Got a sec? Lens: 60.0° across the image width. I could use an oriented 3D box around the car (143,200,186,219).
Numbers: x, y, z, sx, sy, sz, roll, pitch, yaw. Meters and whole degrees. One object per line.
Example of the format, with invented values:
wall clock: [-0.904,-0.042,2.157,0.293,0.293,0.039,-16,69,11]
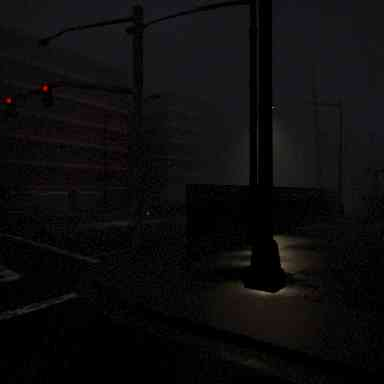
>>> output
car: [-2.128,1.492,28.860,2.128,1.511,4.902,0,0,35]
